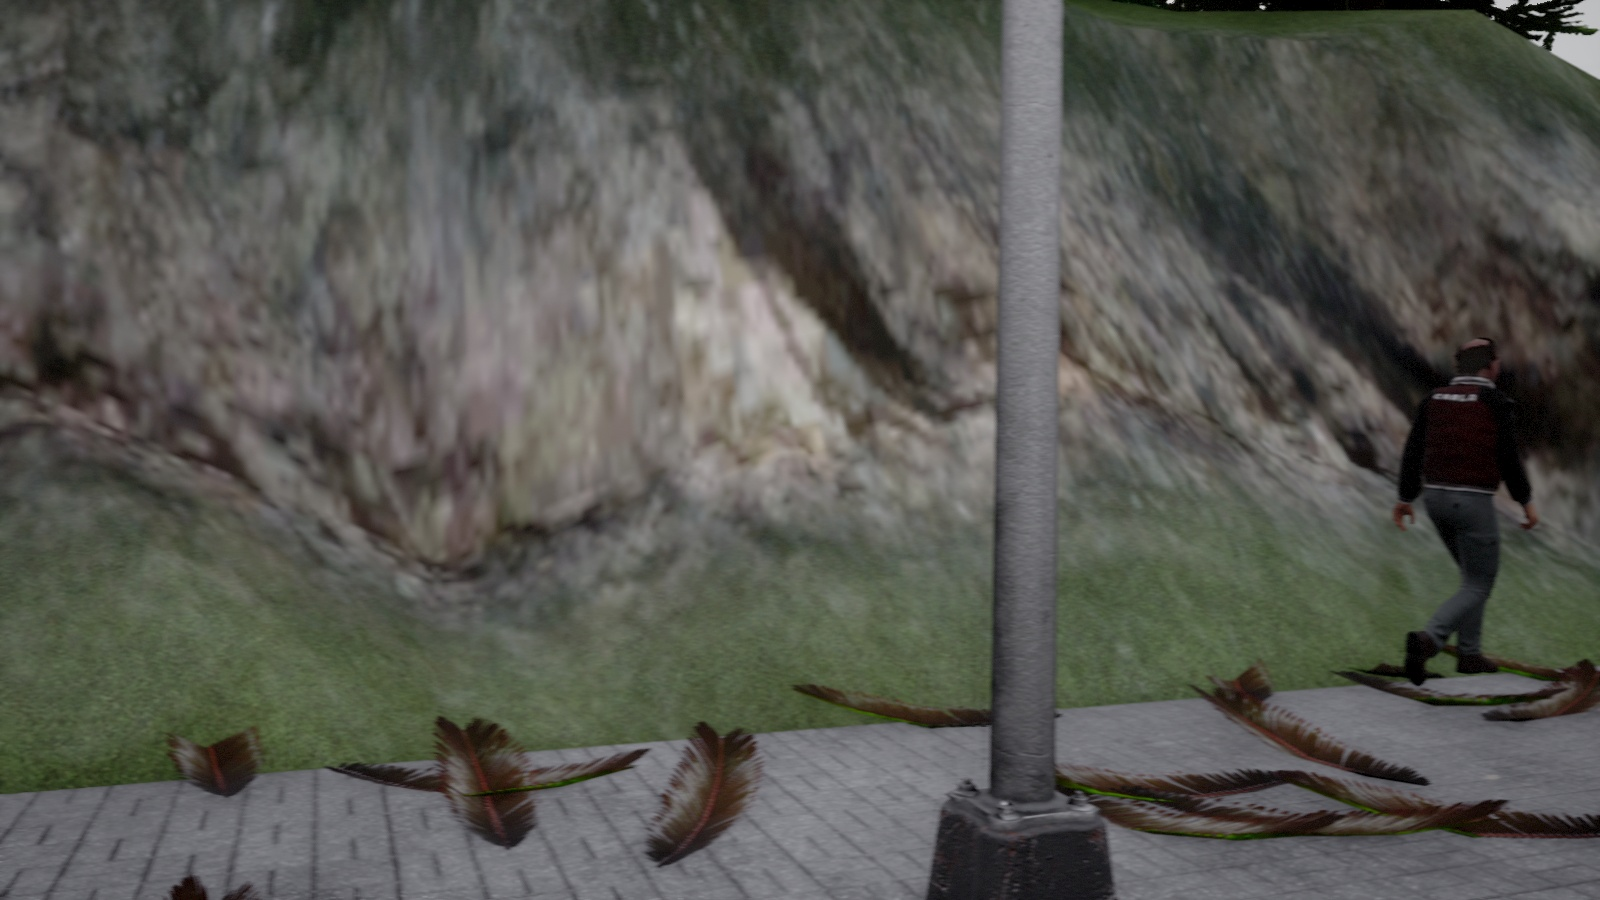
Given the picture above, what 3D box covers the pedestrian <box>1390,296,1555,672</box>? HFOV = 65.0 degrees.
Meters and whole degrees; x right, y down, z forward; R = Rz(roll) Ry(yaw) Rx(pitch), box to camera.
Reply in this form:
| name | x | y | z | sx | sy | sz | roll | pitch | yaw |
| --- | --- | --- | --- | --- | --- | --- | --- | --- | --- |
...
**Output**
| name | x | y | z | sx | sy | sz | roll | pitch | yaw |
| --- | --- | --- | --- | --- | --- | --- | --- | --- | --- |
| pedestrian | 3.479 | 0.163 | 6.499 | 0.720 | 1.854 | 0.376 | -1 | 1 | -21 |
